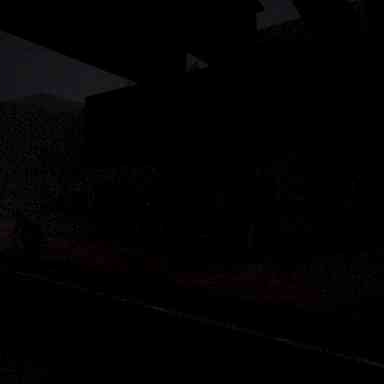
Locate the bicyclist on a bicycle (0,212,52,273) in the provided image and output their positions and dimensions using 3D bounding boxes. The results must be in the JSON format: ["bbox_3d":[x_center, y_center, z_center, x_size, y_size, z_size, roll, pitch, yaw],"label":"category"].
[{"bbox_3d":[-4.743,1.384,9.411,0.582,1.620,1.656,0,3,34],"label":"bicyclist on a bicycle"}]
